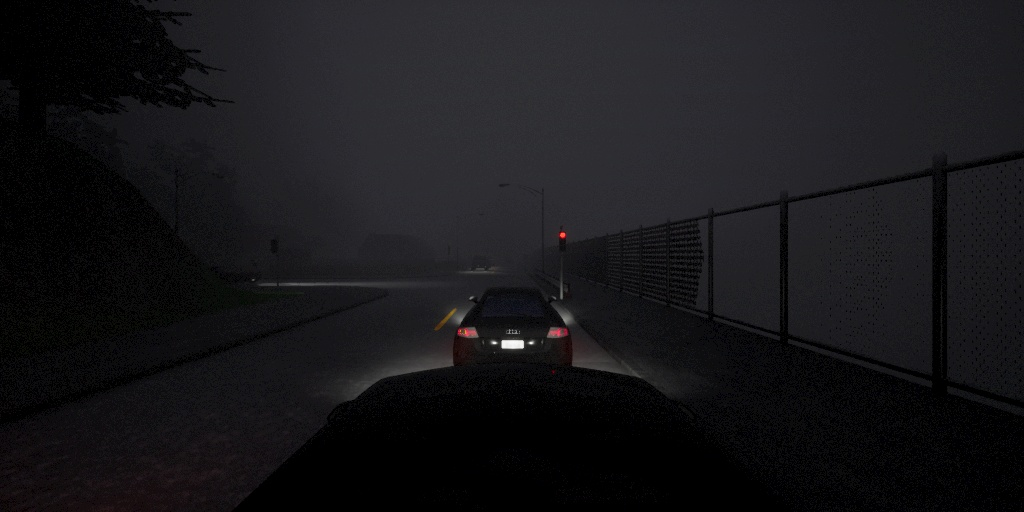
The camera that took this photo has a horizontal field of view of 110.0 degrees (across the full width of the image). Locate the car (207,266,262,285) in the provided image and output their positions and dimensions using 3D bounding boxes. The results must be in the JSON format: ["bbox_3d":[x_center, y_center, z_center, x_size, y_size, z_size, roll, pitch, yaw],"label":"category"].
[{"bbox_3d":[-20.197,1.351,24.912,4.718,1.301,1.895,0,0,0],"label":"car"}]

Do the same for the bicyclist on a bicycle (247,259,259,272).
[{"bbox_3d":[-24.050,1.099,33.279,0.582,1.620,1.656,0,0,0],"label":"bicyclist on a bicycle"}]

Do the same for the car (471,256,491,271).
[{"bbox_3d":[-4.494,0.972,50.597,2.150,2.045,5.566,0,0,0],"label":"car"}]

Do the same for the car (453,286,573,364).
[{"bbox_3d":[0.018,1.314,7.464,1.994,1.385,4.181,0,0,0],"label":"car"}]

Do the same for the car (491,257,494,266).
[{"bbox_3d":[-4.556,1.276,60.514,1.812,1.442,4.674,0,0,0],"label":"car"}]
